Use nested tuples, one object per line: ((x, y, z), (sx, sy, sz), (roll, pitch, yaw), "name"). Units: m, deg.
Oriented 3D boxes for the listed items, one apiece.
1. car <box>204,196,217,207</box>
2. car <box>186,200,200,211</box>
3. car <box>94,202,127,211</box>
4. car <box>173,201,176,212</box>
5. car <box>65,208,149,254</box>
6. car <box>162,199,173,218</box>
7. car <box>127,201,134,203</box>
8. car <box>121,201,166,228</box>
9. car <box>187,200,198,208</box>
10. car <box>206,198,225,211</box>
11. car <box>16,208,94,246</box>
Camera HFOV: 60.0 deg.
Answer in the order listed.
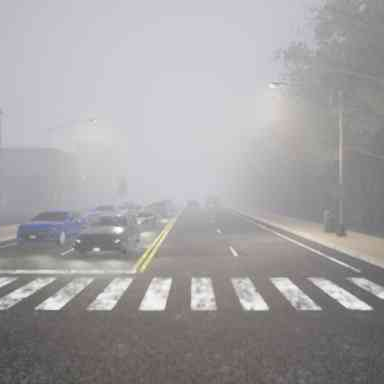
((3.296, 1.628, 56.141), (2.150, 2.045, 5.566), (0, 0, 0), "car")
((0.137, 1.818, 46.840), (1.882, 1.535, 5.008), (0, 0, 0), "car")
((-6.581, 1.712, 25.497), (1.812, 1.442, 4.674), (0, 0, 0), "car")
((-3.269, 1.670, 43.704), (2.097, 1.767, 4.553), (0, 0, 0), "car")
((-3.340, 1.653, 14.314), (2.033, 1.411, 5.357), (0, 0, 0), "car")
((-3.314, 1.725, 33.838), (1.882, 1.535, 5.008), (0, 0, 0), "car")
((-6.556, 1.752, 35.624), (2.128, 1.511, 4.902), (0, 0, 0), "car")
((-3.328, 1.667, 23.926), (2.128, 1.511, 4.902), (0, 0, 0), "car")
((0.045, 2.015, 57.123), (1.895, 1.301, 4.718), (0, 0, 0), "car")
((3.383, 1.935, 45.955), (1.895, 1.301, 4.718), (0, 0, 0), "car")
((-6.589, 1.597, 16.234), (1.882, 1.535, 5.008), (0, 0, 0), "car")
